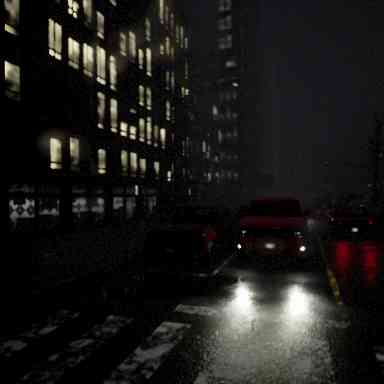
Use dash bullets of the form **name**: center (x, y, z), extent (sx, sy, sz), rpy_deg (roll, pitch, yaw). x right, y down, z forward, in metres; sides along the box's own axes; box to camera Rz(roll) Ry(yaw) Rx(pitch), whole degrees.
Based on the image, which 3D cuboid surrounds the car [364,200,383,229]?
- **car**: center (11.656, 1.256, 19.452), extent (1.967, 1.590, 4.097), rpy_deg (0, 0, 19)

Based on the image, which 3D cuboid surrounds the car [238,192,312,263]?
- **car**: center (3.103, 1.160, 12.194), extent (2.150, 2.045, 5.566), rpy_deg (-1, 0, 19)

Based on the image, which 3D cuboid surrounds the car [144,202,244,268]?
- **car**: center (0.187, 1.310, 11.594), extent (2.192, 1.841, 5.009), rpy_deg (0, 0, 19)

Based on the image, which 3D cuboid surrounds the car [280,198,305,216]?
- **car**: center (9.734, 1.394, 31.929), extent (2.128, 1.511, 4.902), rpy_deg (-1, 0, 19)

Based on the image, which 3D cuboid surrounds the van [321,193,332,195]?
- **van**: center (27.512, 1.016, 66.785), extent (1.690, 1.788, 3.998), rpy_deg (0, 0, 19)

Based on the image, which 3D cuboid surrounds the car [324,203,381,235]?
- **car**: center (8.336, 1.471, 17.688), extent (1.895, 1.301, 4.718), rpy_deg (-1, 0, 18)

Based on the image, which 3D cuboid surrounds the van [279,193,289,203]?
- **van**: center (17.806, 1.195, 64.187), extent (1.690, 1.788, 3.998), rpy_deg (0, 0, 19)

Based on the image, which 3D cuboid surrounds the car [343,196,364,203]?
- **car**: center (15.180, 1.343, 29.969), extent (2.008, 1.369, 4.403), rpy_deg (0, 0, 19)

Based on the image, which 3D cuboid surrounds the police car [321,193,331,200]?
- **police car**: center (32.920, 1.034, 81.993), extent (1.930, 1.638, 5.238), rpy_deg (-1, 0, 19)

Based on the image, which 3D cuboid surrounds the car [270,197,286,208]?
- **car**: center (12.521, 1.453, 48.409), extent (1.887, 1.381, 4.507), rpy_deg (0, 0, 19)

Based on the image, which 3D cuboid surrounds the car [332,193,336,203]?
- **car**: center (18.703, 1.080, 40.489), extent (2.192, 1.841, 5.009), rpy_deg (0, 0, 19)

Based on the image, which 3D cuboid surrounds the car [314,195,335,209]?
- **car**: center (16.246, 1.415, 41.436), extent (1.895, 1.301, 4.718), rpy_deg (-1, 0, 19)

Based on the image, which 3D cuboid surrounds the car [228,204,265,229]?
- **car**: center (3.712, 1.557, 22.113), extent (1.802, 1.307, 4.206), rpy_deg (0, 0, 19)

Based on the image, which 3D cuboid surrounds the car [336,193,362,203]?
- **car**: center (16.940, 1.094, 35.227), extent (2.192, 1.841, 5.009), rpy_deg (0, 0, 19)

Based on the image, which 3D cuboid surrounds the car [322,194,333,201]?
- **car**: center (29.275, 1.221, 72.044), extent (1.947, 1.339, 4.313), rpy_deg (0, 0, 19)

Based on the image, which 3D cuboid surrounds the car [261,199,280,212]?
- **car**: center (8.997, 1.520, 37.889), extent (1.802, 1.307, 4.206), rpy_deg (0, 0, 19)

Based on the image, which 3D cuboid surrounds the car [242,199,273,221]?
- **car**: center (5.473, 1.404, 27.372), extent (1.967, 1.590, 4.097), rpy_deg (0, 0, 19)

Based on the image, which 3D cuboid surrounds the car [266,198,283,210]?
- **car**: center (10.760, 1.506, 43.150), extent (1.802, 1.307, 4.206), rpy_deg (0, 0, 19)
